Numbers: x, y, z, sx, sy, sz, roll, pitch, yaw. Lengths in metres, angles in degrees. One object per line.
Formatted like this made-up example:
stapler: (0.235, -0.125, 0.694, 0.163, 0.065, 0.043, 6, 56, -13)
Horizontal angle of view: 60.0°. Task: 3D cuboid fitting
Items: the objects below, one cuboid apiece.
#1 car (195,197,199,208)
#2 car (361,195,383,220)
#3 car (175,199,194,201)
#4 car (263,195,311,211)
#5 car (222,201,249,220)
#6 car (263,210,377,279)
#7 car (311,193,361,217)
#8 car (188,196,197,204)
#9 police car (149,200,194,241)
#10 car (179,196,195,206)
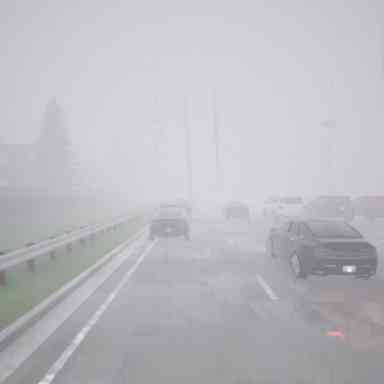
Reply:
car: (0.082, 1.595, 50.650, 2.128, 1.511, 4.902, 0, 0, 0)
car: (14.142, 1.274, 26.168, 2.150, 2.045, 5.566, 0, 0, 0)
car: (-1.007, 1.561, 27.030, 1.837, 1.490, 4.892, 0, 0, 0)
car: (7.142, 1.275, 26.180, 2.150, 2.045, 5.566, 0, 0, 0)
car: (3.647, 1.535, 28.356, 1.882, 1.535, 5.008, 0, 0, 0)
car: (3.617, 1.525, 10.063, 1.837, 1.490, 4.892, 0, 0, 0)
car: (10.641, 1.274, 26.180, 2.150, 2.045, 5.566, 0, 0, 0)
car: (0.107, 1.611, 66.397, 1.882, 1.535, 5.008, 0, 0, 0)
police car: (-1.022, 1.460, 17.140, 1.930, 1.638, 5.238, 0, 0, 0)
car: (-0.998, 1.419, 33.001, 2.097, 1.767, 4.553, 0, 0, 0)
